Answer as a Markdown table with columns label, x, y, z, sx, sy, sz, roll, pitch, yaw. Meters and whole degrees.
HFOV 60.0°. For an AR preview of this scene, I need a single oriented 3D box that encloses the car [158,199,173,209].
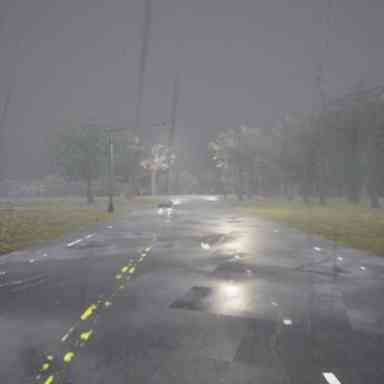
| label | x | y | z | sx | sy | sz | roll | pitch | yaw |
| --- | --- | --- | --- | --- | --- | --- | --- | --- | --- |
| car | -3.925 | 1.702 | 49.352 | 1.994 | 1.385 | 4.181 | 0 | 0 | 1 |
